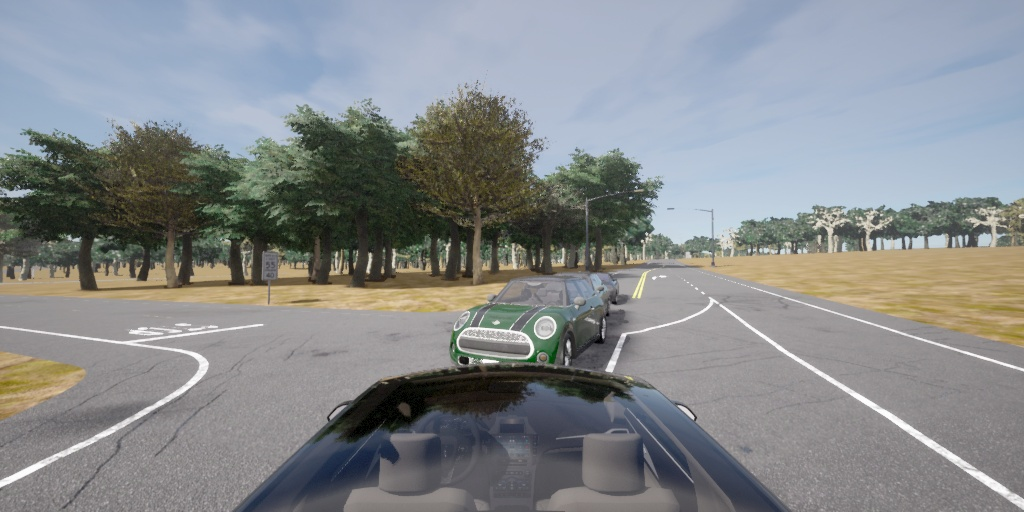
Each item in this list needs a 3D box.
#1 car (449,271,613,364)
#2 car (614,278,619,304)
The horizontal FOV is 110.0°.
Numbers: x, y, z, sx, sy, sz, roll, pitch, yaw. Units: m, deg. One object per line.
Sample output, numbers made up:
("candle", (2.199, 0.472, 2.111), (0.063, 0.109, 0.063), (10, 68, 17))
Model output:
("car", (0.627, 1.217, 7.764), (2.097, 1.767, 4.553), (-1, -2, 26))
("car", (4.236, 1.507, 17.801), (1.994, 1.385, 4.181), (-1, 0, 19))
